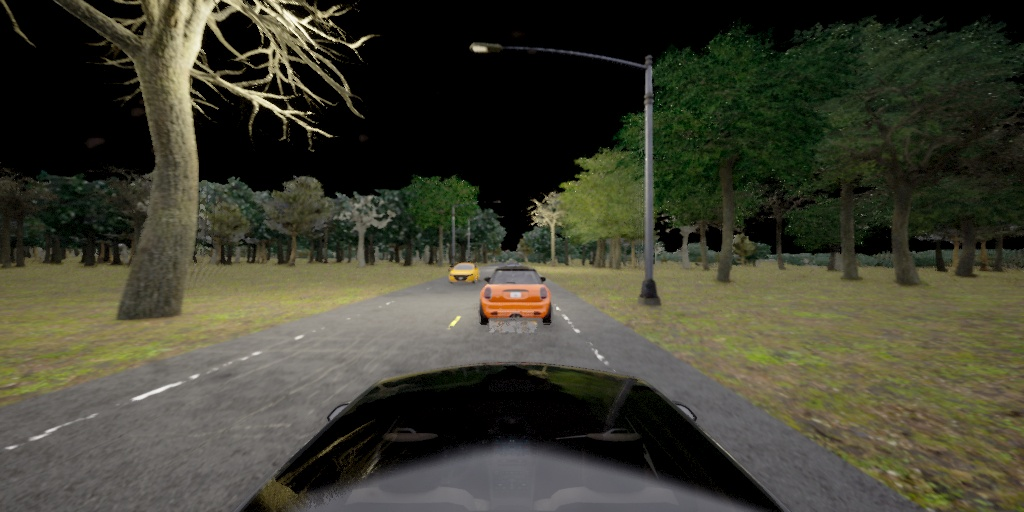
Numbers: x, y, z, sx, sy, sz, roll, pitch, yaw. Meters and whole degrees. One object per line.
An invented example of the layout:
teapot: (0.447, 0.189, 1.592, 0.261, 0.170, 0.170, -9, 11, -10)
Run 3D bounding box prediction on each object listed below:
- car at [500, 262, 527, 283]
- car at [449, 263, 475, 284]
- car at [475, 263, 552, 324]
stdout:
car: (0.111, 1.327, 30.308, 2.128, 1.511, 4.902, 0, 0, 0)
car: (-3.588, 1.300, 27.653, 1.882, 1.535, 5.008, 0, 0, 0)
car: (0.104, 1.119, 12.179, 2.097, 1.767, 4.553, 0, 0, 0)
